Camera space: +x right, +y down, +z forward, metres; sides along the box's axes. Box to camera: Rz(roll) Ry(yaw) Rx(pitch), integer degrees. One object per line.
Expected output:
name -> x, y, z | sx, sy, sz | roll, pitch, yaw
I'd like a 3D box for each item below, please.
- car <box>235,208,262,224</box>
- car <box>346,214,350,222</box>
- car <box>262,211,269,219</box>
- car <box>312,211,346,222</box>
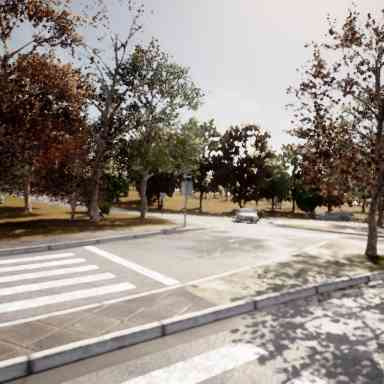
car -> 5.320, 2.339, 33.034 | 1.812, 1.442, 4.674 | 3, -2, 1
car -> 22.960, 3.913, 53.864 | 4.553, 1.767, 2.097 | 3, -2, 3
car -> 9.034, 3.209, 48.509 | 4.718, 1.301, 1.895 | 5, -3, -39
car -> 20.439, 3.862, 50.547 | 4.181, 1.385, 1.994 | 3, -2, -5
